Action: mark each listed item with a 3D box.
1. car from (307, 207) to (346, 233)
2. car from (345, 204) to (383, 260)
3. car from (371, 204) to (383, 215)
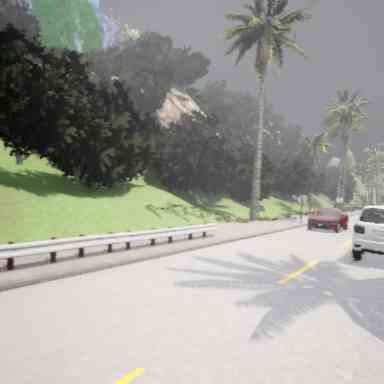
[{"bbox_3d":[9.364,1.829,22.703,1.882,1.535,5.008,3,0,34],"label":"car"},{"bbox_3d":[7.804,1.551,13.017,2.150,2.045,5.566,3,0,35],"label":"car"},{"bbox_3d":[29.737,2.754,52.636,1.837,1.490,4.892,3,1,35],"label":"car"}]
